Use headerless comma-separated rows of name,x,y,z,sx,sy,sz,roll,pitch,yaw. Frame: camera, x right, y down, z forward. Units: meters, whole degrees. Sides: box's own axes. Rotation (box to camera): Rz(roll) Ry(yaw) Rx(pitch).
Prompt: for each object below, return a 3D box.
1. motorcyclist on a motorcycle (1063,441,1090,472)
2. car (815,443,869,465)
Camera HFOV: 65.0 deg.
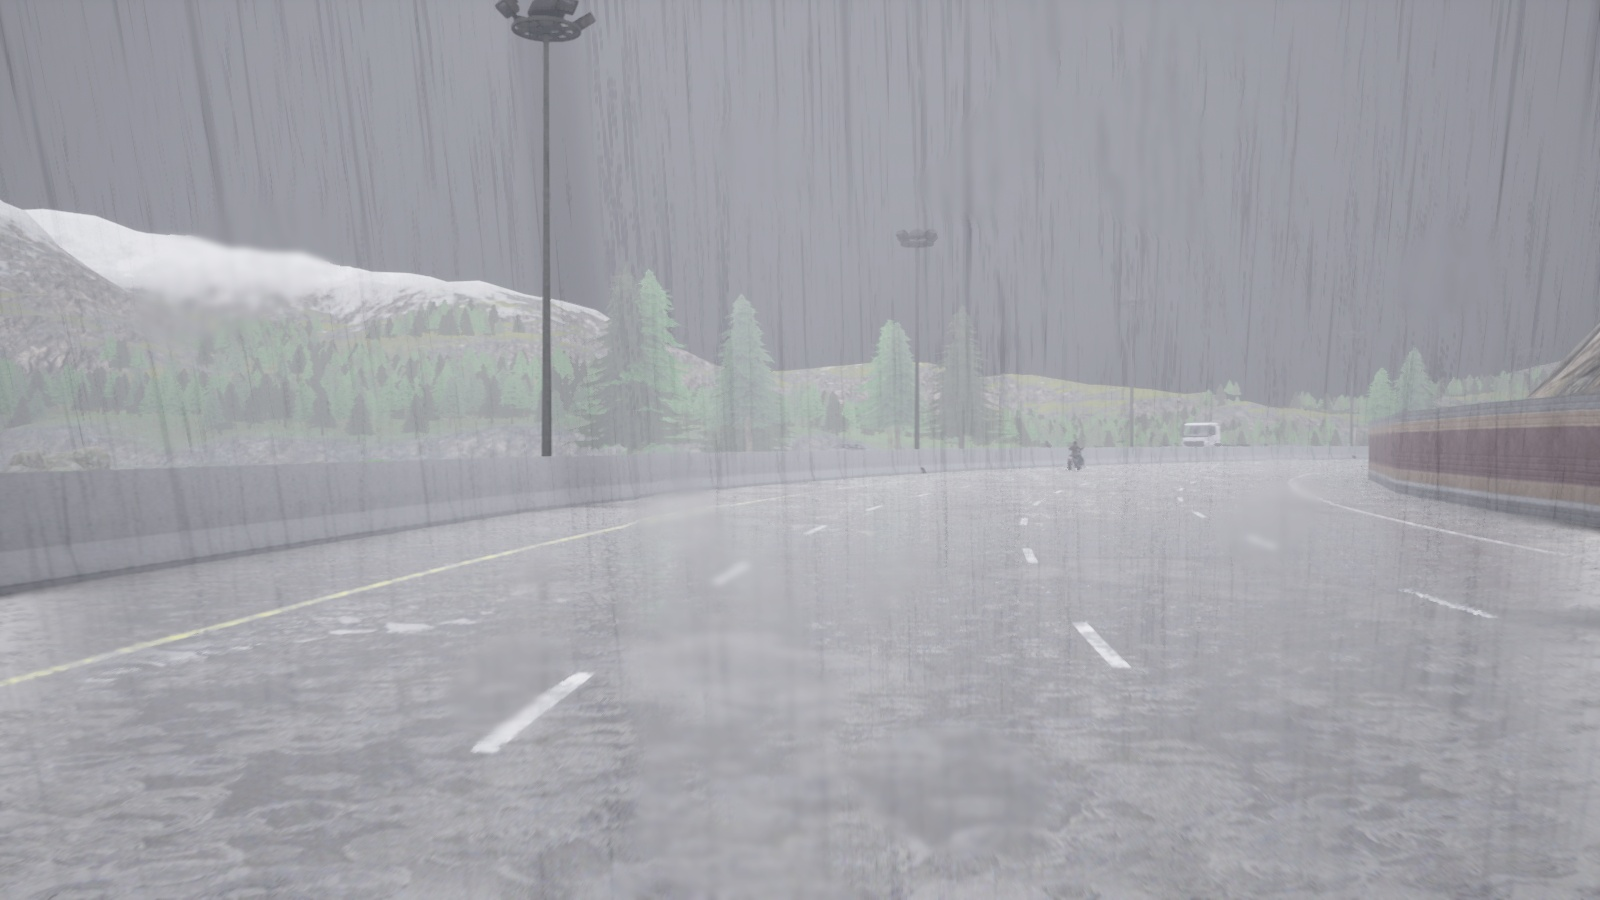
motorcyclist on a motorcycle,14.929,0.333,67.718,0.766,1.649,2.350,1,1,30
car,2.994,0.266,88.283,1.816,1.474,4.193,0,0,34
